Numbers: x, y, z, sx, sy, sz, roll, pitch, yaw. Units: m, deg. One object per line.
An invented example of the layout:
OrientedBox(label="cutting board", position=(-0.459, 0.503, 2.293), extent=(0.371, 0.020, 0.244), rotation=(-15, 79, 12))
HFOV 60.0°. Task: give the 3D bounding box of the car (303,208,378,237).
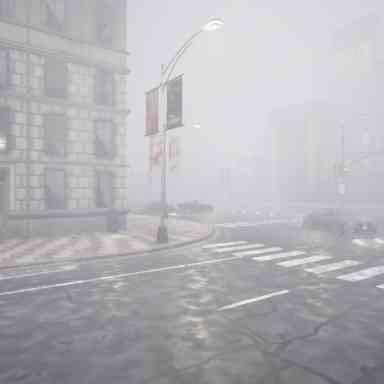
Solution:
OrientedBox(label="car", position=(7.935, 1.564, 18.165), extent=(1.994, 1.385, 4.181), rotation=(0, 0, -16))

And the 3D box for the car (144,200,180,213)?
OrientedBox(label="car", position=(-3.599, 1.564, 36.876), extent=(1.994, 1.385, 4.181), rotation=(0, 0, -36))

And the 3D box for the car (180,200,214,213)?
OrientedBox(label="car", position=(0.416, 1.601, 37.280), extent=(1.895, 1.301, 4.718), rotation=(0, 0, -36))
